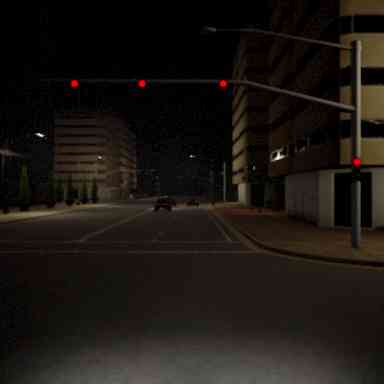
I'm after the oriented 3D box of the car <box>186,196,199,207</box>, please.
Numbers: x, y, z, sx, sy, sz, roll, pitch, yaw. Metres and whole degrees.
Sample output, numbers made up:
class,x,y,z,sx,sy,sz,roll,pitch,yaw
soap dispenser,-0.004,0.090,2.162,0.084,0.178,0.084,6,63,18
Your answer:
class,x,y,z,sx,sy,sz,roll,pitch,yaw
car,0.079,1.555,52.035,1.812,1.442,4.674,0,0,0

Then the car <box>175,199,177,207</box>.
class,x,y,z,sx,sy,sz,roll,pitch,yaw
car,-3.403,1.507,51.993,1.882,1.535,5.008,0,0,0

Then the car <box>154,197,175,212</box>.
class,x,y,z,sx,sy,sz,roll,pitch,yaw
car,-3.402,1.528,39.713,1.837,1.490,4.892,0,0,0

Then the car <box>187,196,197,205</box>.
class,x,y,z,sx,sy,sz,roll,pitch,yaw
car,-0.004,1.539,61.089,1.837,1.490,4.892,0,0,0
